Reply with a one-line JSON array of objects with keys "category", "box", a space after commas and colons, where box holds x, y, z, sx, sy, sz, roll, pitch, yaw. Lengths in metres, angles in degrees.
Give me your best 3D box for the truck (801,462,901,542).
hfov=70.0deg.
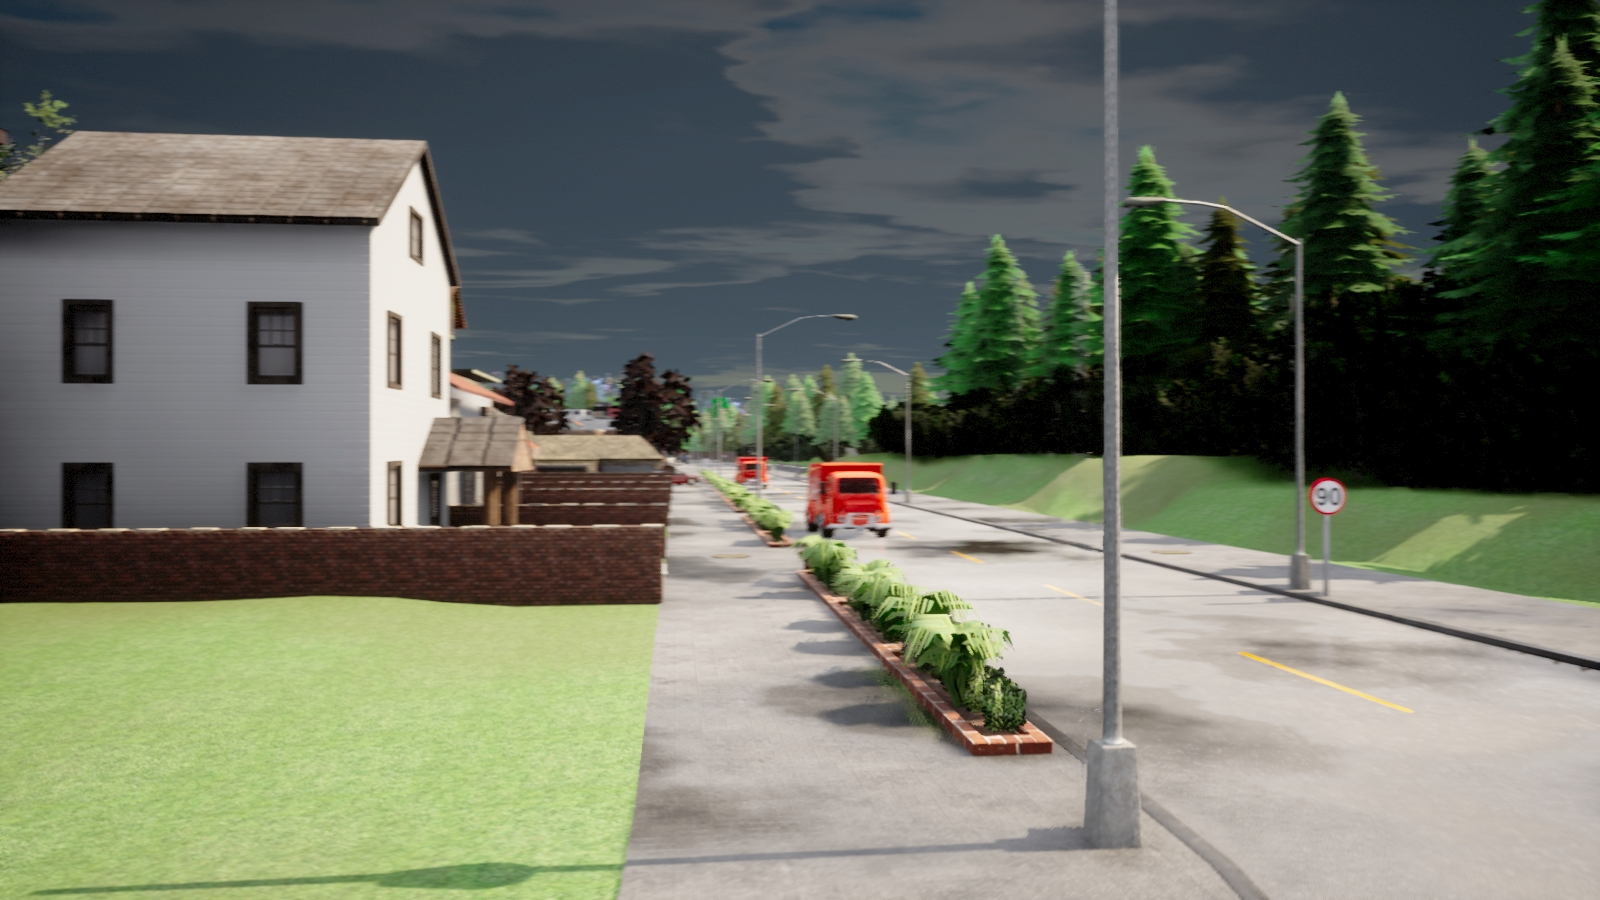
[{"category": "truck", "box": [1.623, 1.659, 38.652, 2.627, 2.467, 5.204, 0, 0, -6]}]
